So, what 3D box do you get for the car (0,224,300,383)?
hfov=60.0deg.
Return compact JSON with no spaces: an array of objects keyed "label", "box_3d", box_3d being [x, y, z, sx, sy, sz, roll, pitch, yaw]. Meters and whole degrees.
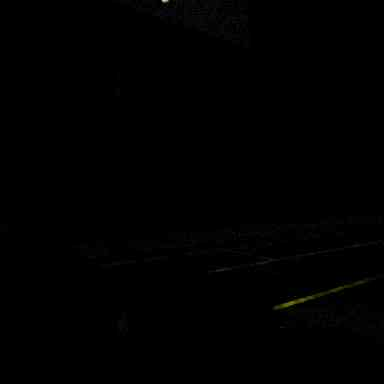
[{"label":"car","box_3d":[-1.681,1.216,2.234,5.566,2.045,2.150,0,0,-36]}]
